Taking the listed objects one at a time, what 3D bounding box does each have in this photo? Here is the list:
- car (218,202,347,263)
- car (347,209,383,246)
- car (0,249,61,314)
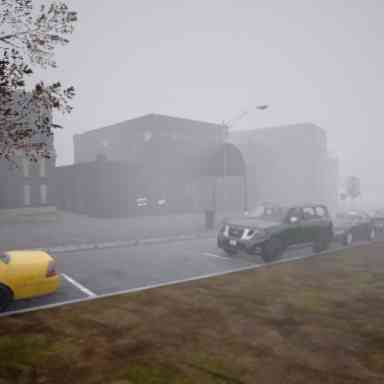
[{"bbox_3d":[3.545,1.444,13.274,5.566,2.045,2.435,1,2,-40],"label":"car"},{"bbox_3d":[7.773,1.755,16.981,4.892,1.521,2.231,1,2,-42],"label":"car"},{"bbox_3d":[-5.409,1.600,6.314,5.366,1.575,1.946,1,1,-34],"label":"car"}]
